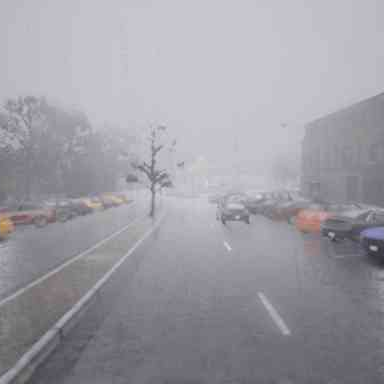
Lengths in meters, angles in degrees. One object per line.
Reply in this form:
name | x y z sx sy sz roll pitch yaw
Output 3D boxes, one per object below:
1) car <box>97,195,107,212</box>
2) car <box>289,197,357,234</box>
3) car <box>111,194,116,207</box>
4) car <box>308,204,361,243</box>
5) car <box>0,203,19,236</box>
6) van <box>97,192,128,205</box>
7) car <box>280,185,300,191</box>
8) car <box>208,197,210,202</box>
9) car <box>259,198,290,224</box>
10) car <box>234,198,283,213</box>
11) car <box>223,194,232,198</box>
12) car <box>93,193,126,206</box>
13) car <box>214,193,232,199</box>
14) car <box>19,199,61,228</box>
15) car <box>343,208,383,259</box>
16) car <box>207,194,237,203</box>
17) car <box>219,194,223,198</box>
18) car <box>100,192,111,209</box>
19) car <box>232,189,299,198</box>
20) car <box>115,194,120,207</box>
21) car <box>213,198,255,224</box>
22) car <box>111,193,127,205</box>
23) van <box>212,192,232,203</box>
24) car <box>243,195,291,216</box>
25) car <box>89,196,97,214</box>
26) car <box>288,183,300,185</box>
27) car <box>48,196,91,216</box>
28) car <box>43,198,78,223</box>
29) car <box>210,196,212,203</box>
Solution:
car | -11.329 1.346 32.027 5.366 1.575 1.946 -1 1 -23
car | 7.614 1.266 16.798 4.553 1.767 2.185 1 0 -21
car | -11.498 1.358 38.015 4.674 1.452 2.002 -1 1 -23
car | 7.673 1.410 13.780 4.892 1.521 2.231 1 0 -21
car | -10.541 1.433 14.340 5.008 1.535 2.097 -1 1 -21
van | -12.566 1.019 52.825 4.442 1.987 1.878 -1 0 -25
car | 19.951 -0.183 71.157 2.002 1.452 4.674 -7 4 -30
car | 5.255 1.172 55.921 5.366 1.575 1.946 1 1 -26
car | 7.490 1.358 22.845 5.008 1.535 2.097 1 0 -22
car | 6.989 1.331 34.920 4.674 1.452 2.002 1 0 -23
car | 6.636 1.298 40.947 4.674 1.452 2.002 1 1 -24
car | -12.370 1.135 49.837 4.553 1.767 2.185 -1 1 -25
car | 6.211 1.227 46.974 4.892 1.521 2.231 1 1 -25
car | -10.713 1.434 20.249 4.792 1.488 2.163 -1 1 -21
car | 7.728 1.425 10.761 5.008 1.535 2.097 1 1 -21
car | 5.311 1.196 58.982 4.792 1.488 2.163 0 0 -26
car | 6.423 1.282 43.964 4.674 1.452 2.002 1 0 -24
car | -11.294 1.206 35.068 4.553 1.767 2.185 -1 1 -23
car | 7.125 1.057 31.882 5.566 2.045 2.435 1 1 -23
car | -11.698 1.344 40.969 4.674 1.452 2.002 -1 1 -24
car | 2.788 1.403 23.166 1.812 1.442 4.674 0 0 -2
car | -11.751 1.283 44.003 5.366 1.575 1.946 -1 0 -24
van | 5.861 0.982 49.932 4.442 1.987 1.878 1 1 -25
car | 7.287 1.325 28.879 5.008 1.535 2.097 1 1 -23
car | -11.046 1.236 29.136 4.553 1.767 2.185 -1 0 -22
car | 22.898 -0.765 71.671 2.435 2.045 5.566 -7 4 -30
car | -10.879 1.375 26.185 5.008 1.535 2.097 -1 1 -22
car | -10.747 1.419 23.243 4.792 1.488 2.163 -1 0 -22
car | 5.732 1.067 53.006 4.553 1.767 2.185 1 1 -25
